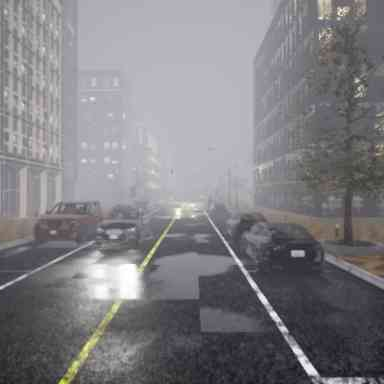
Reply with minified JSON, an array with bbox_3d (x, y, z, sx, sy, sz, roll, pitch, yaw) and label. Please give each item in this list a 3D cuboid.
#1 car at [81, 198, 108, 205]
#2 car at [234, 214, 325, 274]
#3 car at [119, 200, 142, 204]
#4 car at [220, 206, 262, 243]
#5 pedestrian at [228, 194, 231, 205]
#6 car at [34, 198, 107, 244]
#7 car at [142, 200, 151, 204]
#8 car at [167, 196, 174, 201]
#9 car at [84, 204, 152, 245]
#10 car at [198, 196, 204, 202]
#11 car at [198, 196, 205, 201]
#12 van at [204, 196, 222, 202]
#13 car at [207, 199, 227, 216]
[{"bbox_3d":[-17.472,1.657,59.674,4.206,1.307,1.802,0,-1,0],"label":"car"},{"bbox_3d":[2.660,1.584,10.419,1.947,1.339,4.313,0,0,0],"label":"car"},{"bbox_3d":[-5.690,1.597,27.513,1.887,1.381,4.507,0,0,0],"label":"car"},{"bbox_3d":[2.659,1.594,16.109,1.947,1.339,4.313,0,0,0],"label":"car"},{"bbox_3d":[6.129,1.256,54.158,0.375,1.860,0.375,0,0,0],"label":"pedestrian"},{"bbox_3d":[-5.687,1.344,16.135,2.192,1.841,5.009,0,0,0],"label":"car"},{"bbox_3d":[-5.691,1.645,38.890,1.947,1.339,4.313,0,0,0],"label":"car"},{"bbox_3d":[-5.698,1.754,89.019,1.752,1.417,4.829,0,0,0],"label":"car"},{"bbox_3d":[-3.103,1.519,15.646,2.128,1.511,4.902,0,0,0],"label":"car"},{"bbox_3d":[2.684,1.736,83.822,1.752,1.417,4.829,0,0,0],"label":"car"},{"bbox_3d":[2.682,1.831,94.730,1.802,1.307,4.206,0,0,0],"label":"car"},{"bbox_3d":[2.657,1.419,38.866,1.690,1.788,3.998,0,0,0],"label":"van"},{"bbox_3d":[2.657,1.647,33.176,1.802,1.307,4.206,0,0,0],"label":"car"}]
